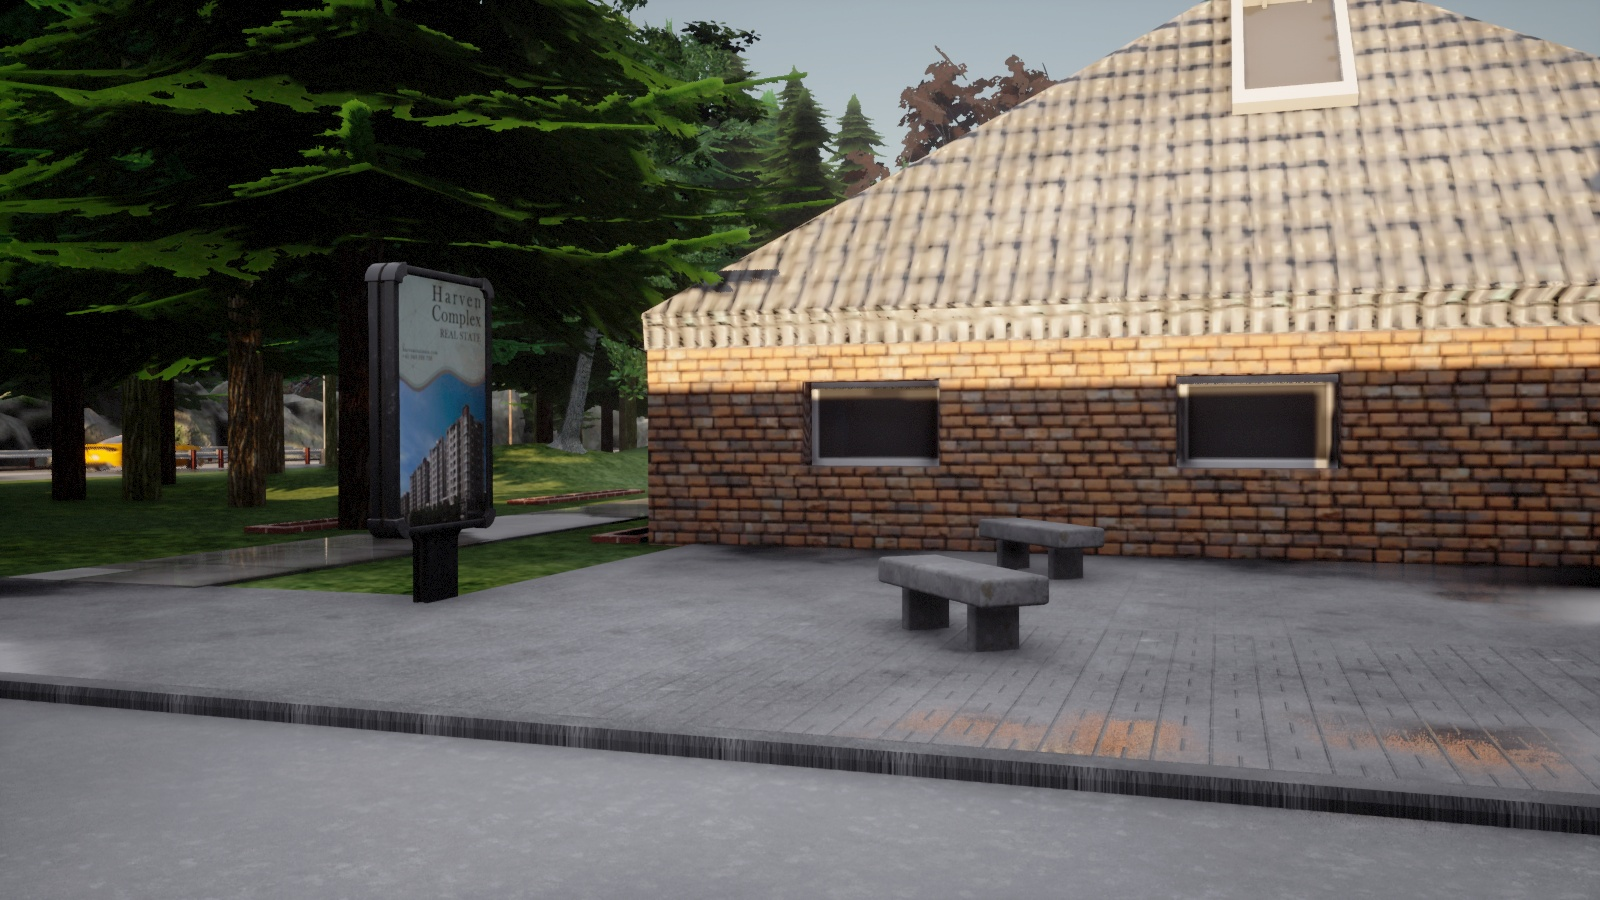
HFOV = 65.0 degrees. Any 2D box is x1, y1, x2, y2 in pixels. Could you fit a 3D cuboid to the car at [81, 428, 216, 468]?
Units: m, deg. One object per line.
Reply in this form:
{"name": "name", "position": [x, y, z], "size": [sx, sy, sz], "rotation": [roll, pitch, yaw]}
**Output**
{"name": "car", "position": [-26.468, -0.116, 51.255], "size": [1.882, 1.535, 5.008], "rotation": [1, 1, 18]}
